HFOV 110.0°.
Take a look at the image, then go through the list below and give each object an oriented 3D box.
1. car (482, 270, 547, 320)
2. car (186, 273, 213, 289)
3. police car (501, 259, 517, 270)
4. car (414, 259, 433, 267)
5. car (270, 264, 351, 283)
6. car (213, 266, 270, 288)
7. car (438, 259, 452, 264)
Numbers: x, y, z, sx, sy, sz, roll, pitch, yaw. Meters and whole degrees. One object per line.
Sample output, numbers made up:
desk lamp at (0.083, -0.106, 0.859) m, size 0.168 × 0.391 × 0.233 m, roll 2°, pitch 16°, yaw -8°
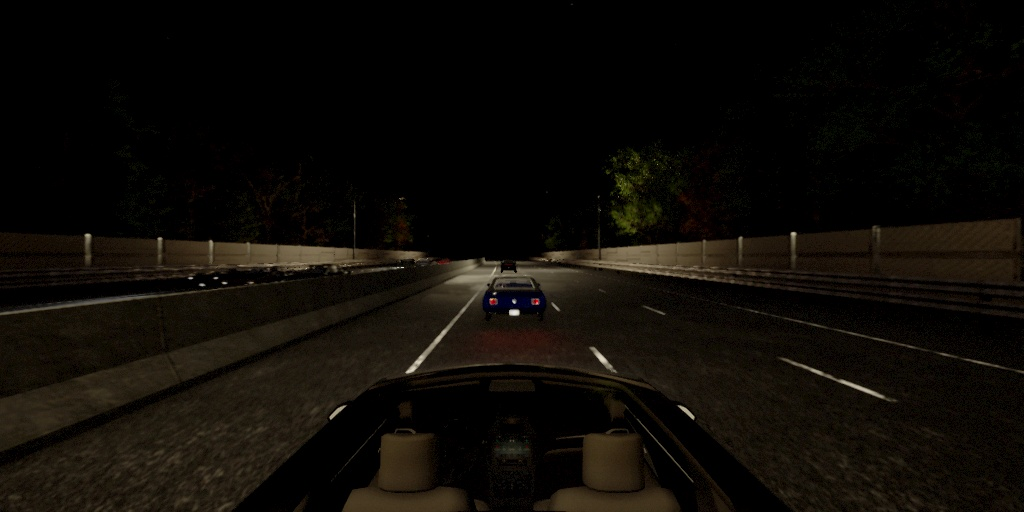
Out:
car at (0.060, 1.345, 12.542) m, size 1.895 × 1.301 × 4.718 m, roll 0°, pitch 0°, yaw 0°
car at (-17.732, 1.341, 22.713) m, size 1.895 × 1.301 × 4.718 m, roll 0°, pitch 0°, yaw -1°
police car at (-0.425, 1.152, 44.394) m, size 1.930 × 1.638 × 5.238 m, roll 0°, pitch 0°, yaw -1°
car at (-15.072, 1.260, 62.596) m, size 2.033 × 1.411 × 5.357 m, roll 0°, pitch 0°, yaw -1°
car at (-10.703, 1.233, 20.039) m, size 2.128 × 1.511 × 4.902 m, roll 0°, pitch 0°, yaw -1°
car at (-14.212, 1.289, 21.075) m, size 2.033 × 1.411 × 5.357 m, roll 0°, pitch 0°, yaw -1°
car at (-11.564, 1.191, 62.069) m, size 1.882 × 1.535 × 5.008 m, roll 0°, pitch 0°, yaw -1°
